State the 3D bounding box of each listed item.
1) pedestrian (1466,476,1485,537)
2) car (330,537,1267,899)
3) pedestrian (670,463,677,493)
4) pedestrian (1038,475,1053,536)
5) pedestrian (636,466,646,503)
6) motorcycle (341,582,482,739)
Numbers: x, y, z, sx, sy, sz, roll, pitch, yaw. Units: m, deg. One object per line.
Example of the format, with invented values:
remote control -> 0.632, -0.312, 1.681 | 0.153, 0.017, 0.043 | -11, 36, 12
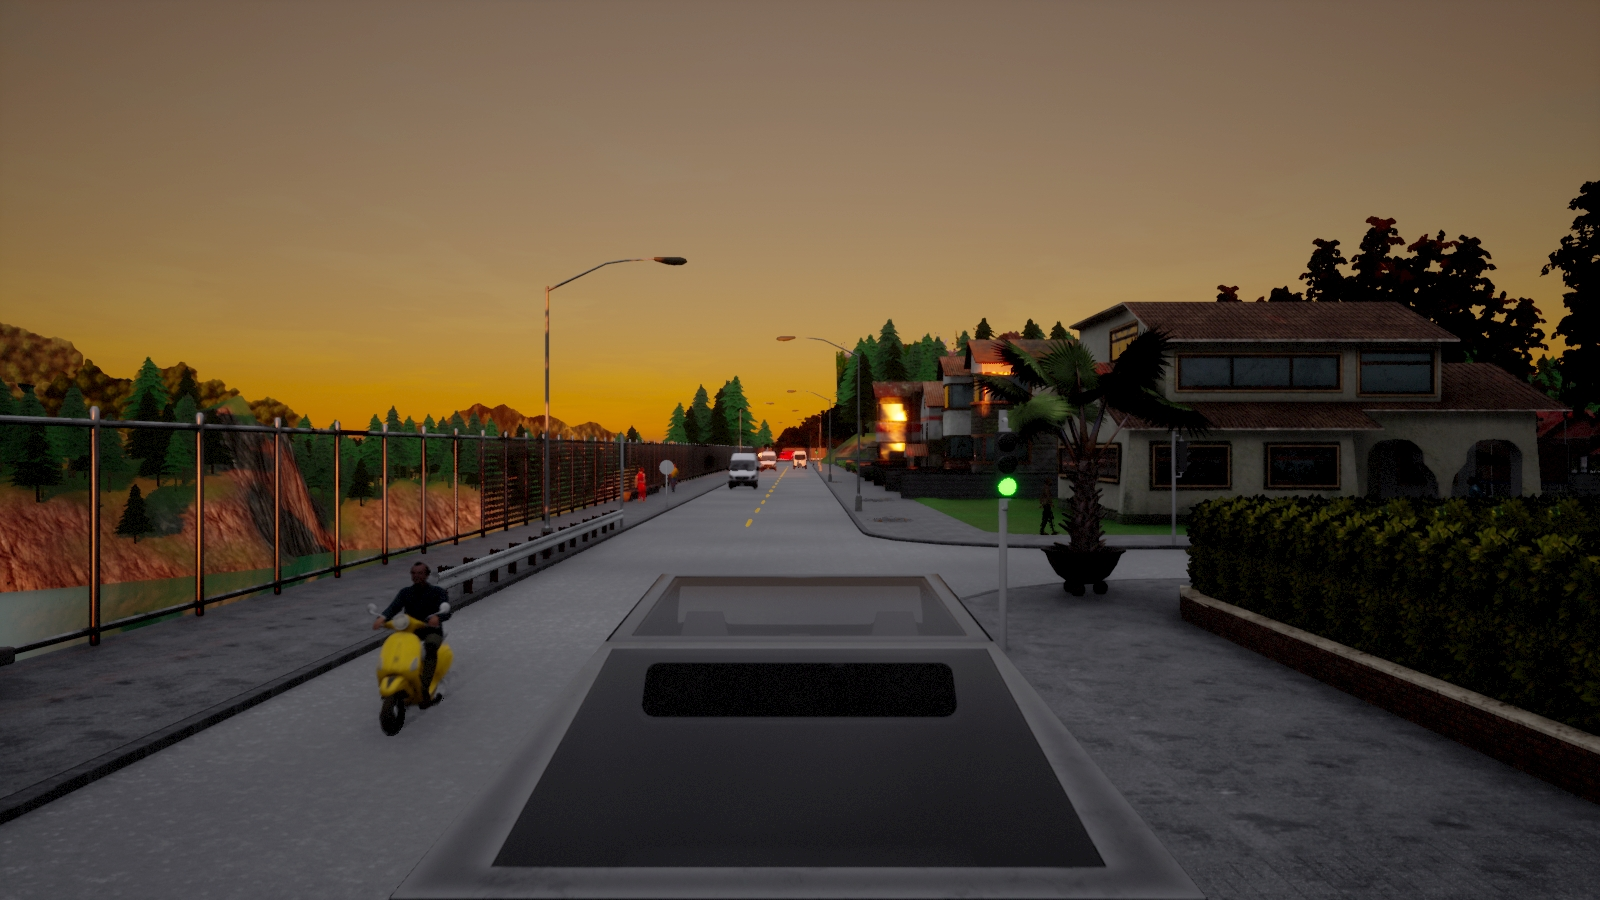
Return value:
pedestrian -> 20.895, 1.733, 35.361 | 0.375, 1.860, 0.375 | 0, 0, 5
car -> -0.001, 1.750, 6.048 | 2.390, 2.098, 6.274 | 0, 0, 0
pedestrian -> -7.817, 1.720, 70.603 | 0.375, 1.860, 0.375 | 0, 0, -2
pedestrian -> 7.616, 1.722, 35.441 | 0.375, 1.860, 0.375 | 0, 0, 2
pedestrian -> -7.981, 1.723, 57.425 | 0.375, 1.860, 0.375 | 0, 0, 11
motorcycle -> -4.001, 2.137, 11.937 | 0.856, 1.316, 1.805 | 0, 0, 0
